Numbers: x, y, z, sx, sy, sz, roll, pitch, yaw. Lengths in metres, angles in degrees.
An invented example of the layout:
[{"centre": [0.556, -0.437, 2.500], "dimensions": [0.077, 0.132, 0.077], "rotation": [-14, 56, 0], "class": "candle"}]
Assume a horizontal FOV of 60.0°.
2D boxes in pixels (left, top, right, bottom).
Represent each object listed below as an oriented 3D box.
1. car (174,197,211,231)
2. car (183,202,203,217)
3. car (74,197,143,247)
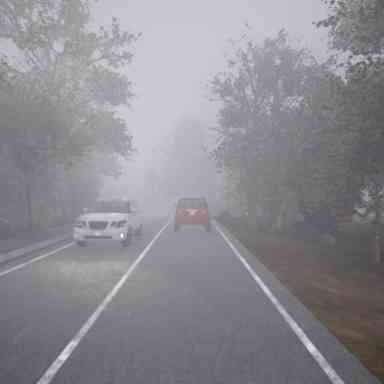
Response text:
[{"centre": [0.013, 1.312, 21.355], "dimensions": [2.150, 2.045, 5.566], "rotation": [0, 0, 0], "class": "car"}, {"centre": [0.156, 2.117, 39.625], "dimensions": [2.097, 1.767, 4.553], "rotation": [0, -4, 3], "class": "car"}, {"centre": [-3.665, 1.273, 15.630], "dimensions": [2.150, 2.045, 5.566], "rotation": [0, 0, 0], "class": "car"}]
